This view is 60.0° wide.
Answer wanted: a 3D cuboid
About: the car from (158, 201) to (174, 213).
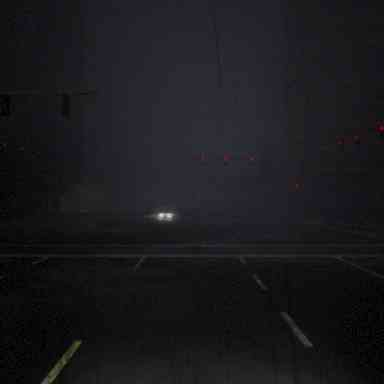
[{"bbox_3d":[-3.494,1.997,44.634,2.128,1.511,4.902,0,0,0],"label":"car"}]
